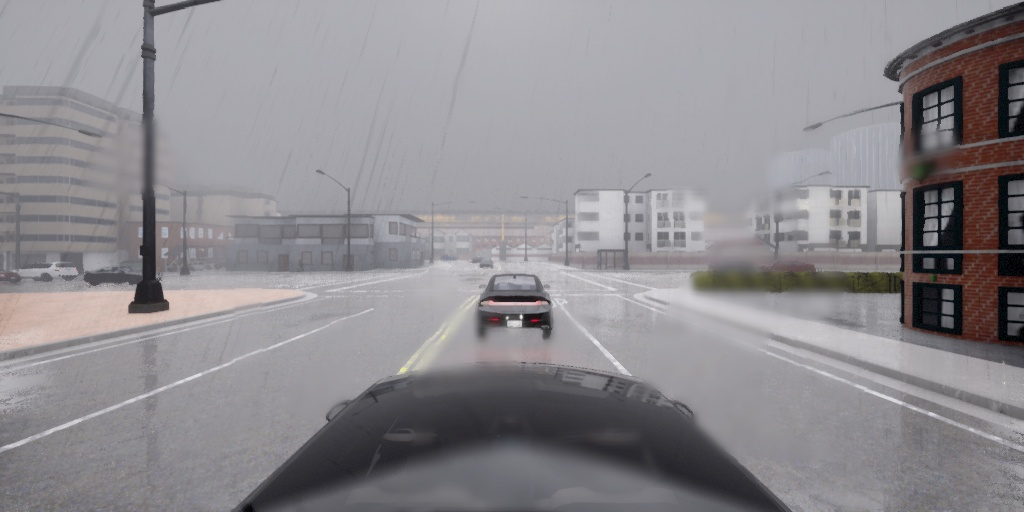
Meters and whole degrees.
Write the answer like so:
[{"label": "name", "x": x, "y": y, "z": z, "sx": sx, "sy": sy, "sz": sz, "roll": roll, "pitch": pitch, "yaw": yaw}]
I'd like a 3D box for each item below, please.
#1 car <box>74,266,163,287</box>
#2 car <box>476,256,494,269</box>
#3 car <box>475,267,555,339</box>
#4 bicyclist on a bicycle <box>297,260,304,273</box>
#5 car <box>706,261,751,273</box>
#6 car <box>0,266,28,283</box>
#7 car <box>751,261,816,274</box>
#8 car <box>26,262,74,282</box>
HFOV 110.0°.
[{"label": "car", "x": -30.475, "y": 1.543, "z": 28.192, "sx": 4.902, "sy": 1.511, "sz": 2.128, "roll": -1, "pitch": 0, "yaw": -1}, {"label": "car", "x": -3.643, "y": 1.061, "z": 52.107, "sx": 2.033, "sy": 1.411, "sz": 5.357, "roll": 0, "pitch": 1, "yaw": 0}, {"label": "car", "x": 0.078, "y": 1.240, "z": 10.086, "sx": 2.128, "sy": 1.511, "sz": 4.902, "roll": 0, "pitch": 0, "yaw": 0}, {"label": "bicyclist on a bicycle", "x": -26.390, "y": 1.262, "z": 44.768, "sx": 0.582, "sy": 1.620, "sz": 1.656, "roll": -1, "pitch": 0, "yaw": -1}, {"label": "car", "x": 23.913, "y": 1.236, "z": 39.226, "sx": 4.902, "sy": 1.511, "sz": 2.128, "roll": 0, "pitch": 0, "yaw": 2}, {"label": "car", "x": -50.881, "y": 2.020, "z": 34.860, "sx": 4.674, "sy": 1.442, "sz": 1.812, "roll": -1, "pitch": 0, "yaw": -1}, {"label": "car", "x": 27.197, "y": 1.223, "z": 35.613, "sx": 5.008, "sy": 1.535, "sz": 1.882, "roll": 0, "pitch": 0, "yaw": 2}, {"label": "car", "x": -50.143, "y": 1.699, "z": 38.370, "sx": 5.566, "sy": 2.045, "sz": 2.150, "roll": -1, "pitch": 0, "yaw": -1}]
